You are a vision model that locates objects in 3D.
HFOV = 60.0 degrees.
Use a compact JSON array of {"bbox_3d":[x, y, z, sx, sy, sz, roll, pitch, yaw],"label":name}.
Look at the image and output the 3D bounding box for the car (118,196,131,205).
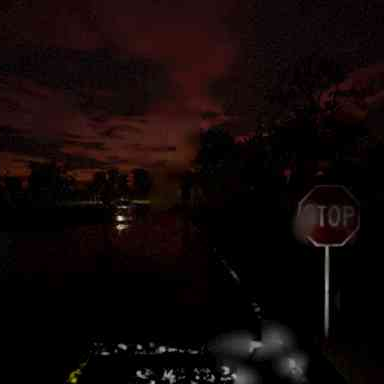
[{"bbox_3d":[-11.657,1.444,56.839,1.812,1.442,4.674,0,0,-17],"label":"car"}]
